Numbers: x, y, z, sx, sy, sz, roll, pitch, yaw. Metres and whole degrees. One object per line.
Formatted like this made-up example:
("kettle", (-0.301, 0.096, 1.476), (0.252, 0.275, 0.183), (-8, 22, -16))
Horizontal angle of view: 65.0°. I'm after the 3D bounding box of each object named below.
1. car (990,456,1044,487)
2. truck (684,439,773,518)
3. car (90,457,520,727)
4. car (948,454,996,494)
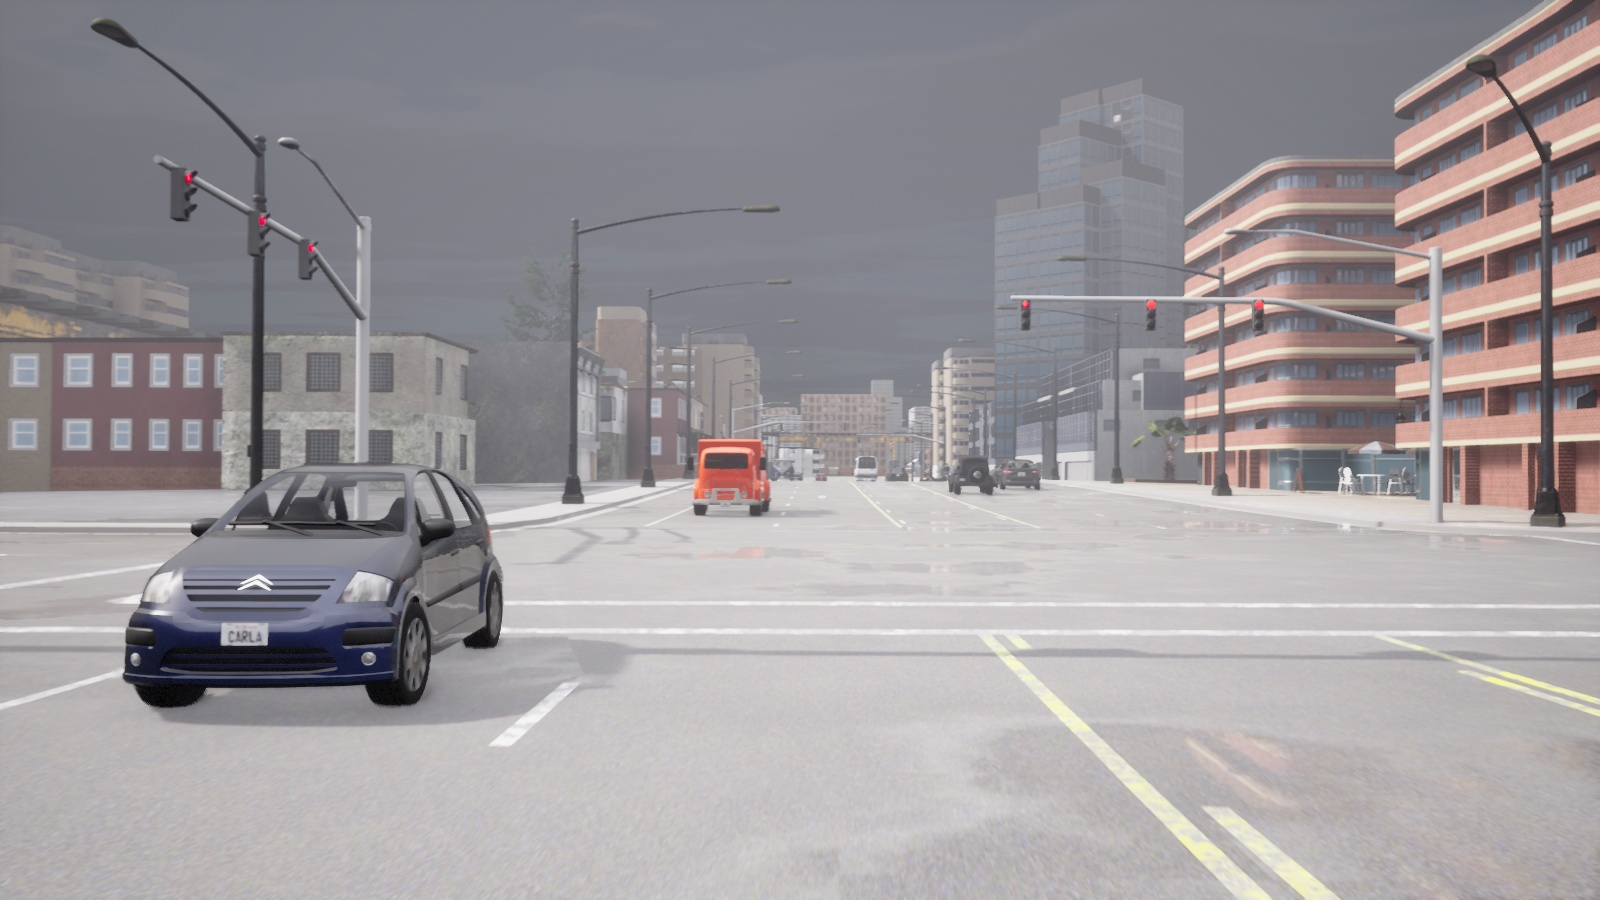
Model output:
("car", (12.121, 1.186, 70.404), (2.242, 1.667, 4.611), (0, 0, 1))
("truck", (-2.282, 0.908, 41.937), (2.627, 2.467, 5.204), (0, -1, 0))
("car", (-3.430, 0.885, 9.586), (1.851, 1.617, 3.988), (0, -1, -3))
("car", (8.509, 1.158, 62.414), (1.905, 1.878, 3.866), (0, 0, 1))
